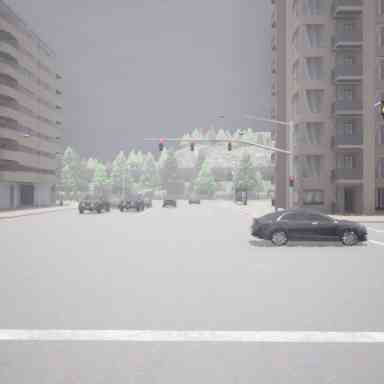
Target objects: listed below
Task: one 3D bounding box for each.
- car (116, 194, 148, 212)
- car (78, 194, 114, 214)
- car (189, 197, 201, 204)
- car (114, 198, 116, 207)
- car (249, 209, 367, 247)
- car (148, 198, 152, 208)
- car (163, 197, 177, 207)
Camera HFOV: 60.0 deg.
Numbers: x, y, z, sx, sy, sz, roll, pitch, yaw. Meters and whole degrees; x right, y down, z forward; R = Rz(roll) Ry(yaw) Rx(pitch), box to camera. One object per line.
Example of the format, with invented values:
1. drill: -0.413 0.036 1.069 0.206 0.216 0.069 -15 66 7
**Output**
1. car: -7.009 1.221 39.418 2.150 2.045 5.566 0 0 0
2. car: -10.517 1.221 36.213 2.150 2.045 5.566 0 0 0
3. car: 0.476 1.564 61.497 1.994 1.385 4.181 0 0 5
4. car: -10.489 1.526 45.817 1.812 1.442 4.674 0 0 0
5. car: 4.990 1.505 14.495 4.892 1.490 1.837 0 0 1
6. car: -6.974 1.526 48.947 1.812 1.442 4.674 0 0 0
7. car: -3.301 1.504 50.457 1.837 1.490 4.892 0 0 0
